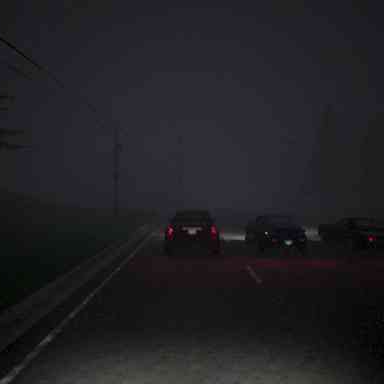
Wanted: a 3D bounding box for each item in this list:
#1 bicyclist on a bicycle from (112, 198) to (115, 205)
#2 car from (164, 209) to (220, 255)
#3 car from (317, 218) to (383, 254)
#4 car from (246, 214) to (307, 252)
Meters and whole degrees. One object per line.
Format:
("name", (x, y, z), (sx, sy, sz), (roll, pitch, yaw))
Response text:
("bicyclist on a bicycle", (-15.902, 1.944, 68.272), (0.582, 1.620, 1.656), (0, 0, 34))
("car", (0.007, 1.484, 14.087), (2.097, 1.767, 4.553), (0, -1, 0))
("car", (7.007, 1.735, 14.105), (1.895, 1.301, 4.718), (0, -1, 0))
("car", (3.509, 1.662, 14.383), (1.812, 1.442, 4.674), (0, 0, 0))
